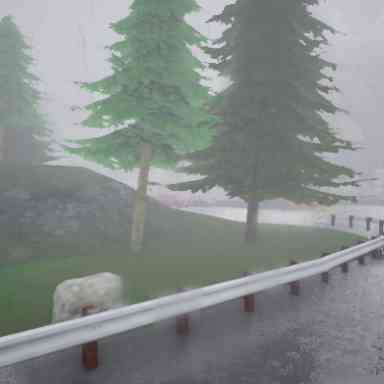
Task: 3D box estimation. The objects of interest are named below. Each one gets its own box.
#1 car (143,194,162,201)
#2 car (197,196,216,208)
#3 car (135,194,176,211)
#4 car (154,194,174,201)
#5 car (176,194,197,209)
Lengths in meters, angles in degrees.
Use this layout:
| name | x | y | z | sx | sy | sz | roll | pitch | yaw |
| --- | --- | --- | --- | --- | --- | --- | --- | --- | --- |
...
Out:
| name | x | y | z | sx | sy | sz | roll | pitch | yaw |
| --- | --- | --- | --- | --- | --- | --- | --- | --- | --- |
| car | -9.493 | 1.356 | 79.168 | 4.674 | 1.442 | 1.812 | 1 | 1 | 39 |
| car | 1.295 | 1.384 | 47.964 | 4.553 | 1.767 | 2.097 | 0 | 0 | 39 |
| car | -4.862 | 1.375 | 43.918 | 4.553 | 1.767 | 2.097 | 0 | 0 | 39 |
| car | -6.981 | 1.313 | 81.640 | 5.008 | 1.535 | 1.882 | 1 | 1 | 39 |
| car | -2.545 | 1.246 | 46.544 | 5.566 | 2.045 | 2.150 | 0 | 0 | 39 |
